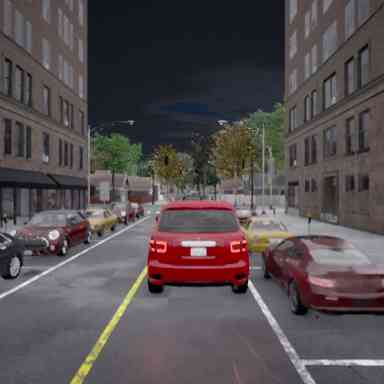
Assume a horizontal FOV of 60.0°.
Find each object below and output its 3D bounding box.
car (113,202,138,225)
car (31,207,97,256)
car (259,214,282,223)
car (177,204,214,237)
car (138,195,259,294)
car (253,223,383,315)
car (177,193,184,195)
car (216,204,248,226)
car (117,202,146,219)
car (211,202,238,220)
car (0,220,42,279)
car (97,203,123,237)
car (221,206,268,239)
[{"bbox_3d":[-5.274,1.452,23.841,1.967,1.590,4.097,0,0,0],"label":"car"},{"bbox_3d":[-5.330,1.444,12.803,1.967,1.590,4.097,0,0,0],"label":"car"},{"bbox_3d":[2.695,1.529,12.936,1.752,1.417,4.829,0,0,0],"label":"car"},{"bbox_3d":[0.190,1.513,18.998,1.837,1.490,4.892,0,0,1],"label":"car"},{"bbox_3d":[0.137,1.224,8.969,2.150,2.045,5.566,0,0,0],"label":"car"},{"bbox_3d":[2.667,1.583,7.247,1.802,1.307,4.206,0,0,0],"label":"car"},{"bbox_3d":[0.112,1.237,29.012,2.150,2.045,5.566,0,0,2],"label":"car"},{"bbox_3d":[2.751,1.593,23.802,1.802,1.307,4.206,0,0,0],"label":"car"},{"bbox_3d":[-5.246,1.597,29.360,1.802,1.307,4.206,0,0,0],"label":"car"},{"bbox_3d":[2.779,1.581,29.320,1.947,1.339,4.313,0,0,0],"label":"car"},{"bbox_3d":[-5.358,1.552,7.284,2.008,1.369,4.403,0,0,0],"label":"car"},{"bbox_3d":[-5.303,1.533,18.152,1.752,1.417,4.829,0,0,0],"label":"car"},{"bbox_3d":[2.723,1.552,18.284,1.887,1.381,4.507,0,0,0],"label":"car"}]
